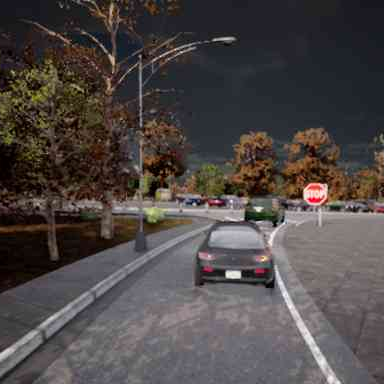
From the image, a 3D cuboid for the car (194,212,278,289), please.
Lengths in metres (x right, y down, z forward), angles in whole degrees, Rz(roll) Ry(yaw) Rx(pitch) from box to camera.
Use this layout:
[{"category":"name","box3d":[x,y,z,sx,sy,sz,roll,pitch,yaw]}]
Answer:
[{"category":"car","box3d":[1.159,1.500,9.009,1.812,1.442,4.674,0,0,8]}]

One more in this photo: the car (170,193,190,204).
[{"category":"car","box3d":[-1.951,0.964,53.041,2.002,1.452,4.674,4,-1,-18]}]

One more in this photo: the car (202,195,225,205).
[{"category":"car","box3d":[3.460,1.306,54.791,2.163,1.488,4.792,4,0,-18]}]

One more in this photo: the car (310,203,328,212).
[{"category":"car","box3d":[15.452,1.907,44.821,2.163,1.488,4.792,3,0,-18]}]

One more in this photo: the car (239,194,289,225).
[{"category":"car","box3d":[5.293,1.272,23.767,2.150,2.045,5.566,0,0,23]}]

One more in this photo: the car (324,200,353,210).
[{"category":"car","box3d":[27.306,2.358,62.151,1.946,1.575,5.366,2,0,-18]}]

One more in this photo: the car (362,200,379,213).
[{"category":"car","box3d":[23.421,2.262,47.356,2.163,1.488,4.792,2,0,-18]}]

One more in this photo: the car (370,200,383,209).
[{"category":"car","box3d":[37.876,2.487,65.736,2.185,1.767,4.553,1,0,-18]}]

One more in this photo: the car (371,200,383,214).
[{"category":"car","box3d":[26.058,2.363,48.256,2.163,1.488,4.792,2,0,-18]}]

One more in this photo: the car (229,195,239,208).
[{"category":"car","box3d":[4.842,1.133,41.506,2.185,1.767,4.553,4,0,-18]}]

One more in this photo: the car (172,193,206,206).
[{"category":"car","box3d":[-0.446,0.936,39.761,2.163,1.488,4.792,4,-1,-18]}]

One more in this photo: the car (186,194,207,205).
[{"category":"car","box3d":[0.697,1.140,53.885,2.002,1.452,4.674,4,-1,-18]}]

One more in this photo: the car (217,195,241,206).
[{"category":"car","box3d":[6.071,1.432,55.786,1.946,1.575,5.366,3,0,-18]}]

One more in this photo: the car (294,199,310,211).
[{"category":"car","box3d":[12.801,1.739,44.001,2.231,1.521,4.892,3,0,-18]}]

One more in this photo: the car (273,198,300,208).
[{"category":"car","box3d":[16.629,1.969,58.945,2.097,1.535,5.008,2,0,-18]}]

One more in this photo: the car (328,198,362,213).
[{"category":"car","box3d":[20.774,1.998,46.510,2.185,1.767,4.553,2,0,-18]}]

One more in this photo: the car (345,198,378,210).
[{"category":"car","box3d":[32.562,2.251,64.043,2.435,2.045,5.566,1,0,-18]}]

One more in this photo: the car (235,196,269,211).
[{"category":"car","box3d":[7.489,1.427,42.312,2.097,1.535,5.008,3,0,-18]}]

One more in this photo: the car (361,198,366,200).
[{"category":"car","box3d":[29.905,2.434,63.178,2.097,1.535,5.008,2,0,-18]}]

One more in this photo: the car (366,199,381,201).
[{"category":"car","box3d":[28.718,2.301,49.102,2.185,1.767,4.553,2,0,-18]}]

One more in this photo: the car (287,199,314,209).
[{"category":"car","box3d":[19.408,2.085,59.828,2.231,1.521,4.892,2,0,-18]}]

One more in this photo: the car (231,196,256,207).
[{"category":"car","box3d":[8.730,1.583,56.633,1.946,1.575,5.366,3,0,-18]}]

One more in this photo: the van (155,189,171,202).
[{"category":"van","box3d":[-4.438,0.532,52.111,1.878,1.987,4.442,4,0,-18]}]

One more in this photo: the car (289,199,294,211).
[{"category":"car","box3d":[10.151,1.336,43.192,2.435,2.045,5.566,3,0,-18]}]

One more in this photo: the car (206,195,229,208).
[{"category":"car","box3d":[2.183,1.112,40.660,2.163,1.488,4.792,4,-1,-18]}]
